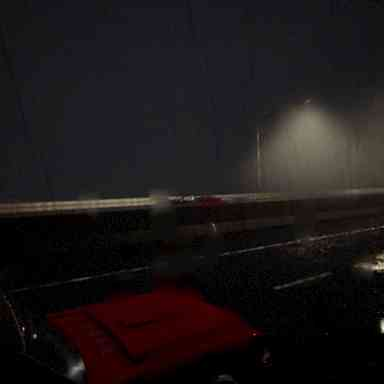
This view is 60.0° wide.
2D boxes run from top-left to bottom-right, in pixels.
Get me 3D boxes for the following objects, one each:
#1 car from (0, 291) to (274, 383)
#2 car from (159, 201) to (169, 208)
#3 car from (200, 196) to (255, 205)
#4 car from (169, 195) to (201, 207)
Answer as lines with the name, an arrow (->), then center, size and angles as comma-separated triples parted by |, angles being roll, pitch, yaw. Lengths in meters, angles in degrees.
car -> -1.566, 1.597, 2.631 | 4.718, 1.301, 1.895 | -2, 1, -35
car -> -0.539, 1.037, 28.993 | 4.902, 1.511, 2.128 | -2, 1, -34
car -> 3.027, 1.124, 22.954 | 4.181, 1.385, 1.994 | -2, 1, -34
car -> 0.920, 1.089, 25.755 | 4.674, 1.442, 1.812 | -2, 1, -34
